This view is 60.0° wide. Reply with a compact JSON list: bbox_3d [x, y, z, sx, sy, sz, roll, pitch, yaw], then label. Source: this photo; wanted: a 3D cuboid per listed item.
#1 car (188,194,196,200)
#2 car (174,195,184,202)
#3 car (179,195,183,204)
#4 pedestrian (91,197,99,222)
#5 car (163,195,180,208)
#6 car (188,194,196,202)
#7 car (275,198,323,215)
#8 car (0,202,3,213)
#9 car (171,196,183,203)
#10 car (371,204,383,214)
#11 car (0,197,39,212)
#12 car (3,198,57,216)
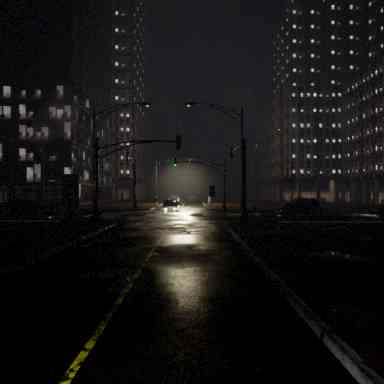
[{"bbox_3d":[-0.016,1.357,88.998,2.033,1.411,5.357,0,0,0],"label":"car"},{"bbox_3d":[-3.014,1.527,78.386,2.033,1.411,5.357,0,0,0],"label":"car"},{"bbox_3d":[-3.092,1.346,57.814,2.097,1.767,4.553,0,0,0],"label":"car"},{"bbox_3d":[-6.592,1.139,22.695,0.375,1.860,0.375,0,0,0],"label":"pedestrian"},{"bbox_3d":[-3.117,1.560,48.658,1.994,1.385,4.181,0,0,-1],"label":"car"},{"bbox_3d":[-0.013,1.575,79.023,1.895,1.301,4.718,0,0,0],"label":"car"},{"bbox_3d":[10.933,1.415,34.134,4.553,1.767,2.097,0,0,-1],"label":"car"},{"bbox_3d":[-18.900,1.415,27.732,4.829,1.417,1.752,0,-1,-1],"label":"car"},{"bbox_3d":[-3.026,1.539,68.076,2.033,1.411,5.357,0,0,0],"label":"car"},{"bbox_3d":[20.820,1.671,34.305,4.181,1.385,1.994,0,0,-1],"label":"car"},{"bbox_3d":[-19.212,1.360,36.368,4.097,1.590,1.967,0,-1,-1],"label":"car"},{"bbox_3d":[-15.058,1.399,30.514,5.008,1.535,1.882,0,0,-2],"label":"car"}]
